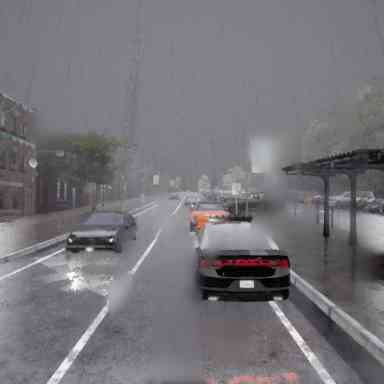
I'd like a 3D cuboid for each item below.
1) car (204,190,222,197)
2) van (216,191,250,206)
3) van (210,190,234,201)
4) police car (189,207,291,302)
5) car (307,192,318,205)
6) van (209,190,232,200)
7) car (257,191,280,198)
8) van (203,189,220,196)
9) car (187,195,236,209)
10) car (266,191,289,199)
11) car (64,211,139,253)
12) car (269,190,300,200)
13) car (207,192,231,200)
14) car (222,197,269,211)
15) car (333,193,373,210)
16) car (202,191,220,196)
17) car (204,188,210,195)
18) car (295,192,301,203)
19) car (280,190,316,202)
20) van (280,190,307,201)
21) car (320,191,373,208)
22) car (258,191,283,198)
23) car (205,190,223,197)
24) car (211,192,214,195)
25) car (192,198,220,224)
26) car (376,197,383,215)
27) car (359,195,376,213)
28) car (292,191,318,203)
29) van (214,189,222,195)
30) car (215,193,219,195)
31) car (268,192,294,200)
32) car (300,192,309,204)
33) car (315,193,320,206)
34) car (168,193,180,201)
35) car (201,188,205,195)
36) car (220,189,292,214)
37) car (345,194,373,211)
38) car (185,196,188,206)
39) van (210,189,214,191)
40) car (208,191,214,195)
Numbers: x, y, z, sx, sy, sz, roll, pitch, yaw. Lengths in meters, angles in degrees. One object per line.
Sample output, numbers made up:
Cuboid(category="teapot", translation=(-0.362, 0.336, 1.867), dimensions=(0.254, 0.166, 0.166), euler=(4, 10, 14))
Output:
Cuboid(category="car", translation=(5.453, 0.381, 86.118), dimensions=(4.553, 1.767, 2.185), euler=(0, 1, 0))
Cuboid(category="van", translation=(5.734, 0.900, 46.870), dimensions=(4.442, 1.987, 1.878), euler=(0, 1, 0))
Cuboid(category="van", translation=(5.677, 0.658, 63.694), dimensions=(4.442, 1.987, 1.878), euler=(0, 1, 0))
Cuboid(category="police car", translation=(0.958, 1.401, 8.428), dimensions=(1.930, 1.638, 5.238), euler=(0, 0, 0))
Cuboid(category="car", translation=(18.699, 1.149, 44.844), dimensions=(5.008, 1.535, 2.097), euler=(0, 1, 0))
Cuboid(category="van", translation=(5.668, 0.611, 66.497), dimensions=(4.442, 1.987, 1.878), euler=(0, 1, 0))
Cuboid(category="car", translation=(18.588, 0.597, 80.931), dimensions=(4.892, 1.521, 2.231), euler=(0, 1, 0))
Cuboid(category="van", translation=(5.349, 0.187, 91.722), dimensions=(4.442, 1.987, 1.878), euler=(0, 1, 0))
Cuboid(category="car", translation=(0.938, 1.254, 18.297), dimensions=(2.097, 1.767, 4.553), euler=(0, 1, 0))
Cuboid(category="car", translation=(18.641, 0.610, 72.603), dimensions=(4.553, 1.767, 2.185), euler=(0, 1, 0))
Cuboid(category="car", translation=(-3.377, 1.489, 13.612), dimensions=(2.033, 1.411, 5.357), euler=(0, 0, 0))
Cuboid(category="car", translation=(18.658, 0.578, 67.049), dimensions=(5.566, 2.045, 2.435), euler=(0, 1, 0))
Cuboid(category="car", translation=(5.535, 0.791, 69.303), dimensions=(4.892, 1.521, 2.231), euler=(0, 1, 0))
Cuboid(category="car", translation=(5.658, 1.273, 35.658), dimensions=(4.674, 1.452, 2.002), euler=(0, 1, 0))
Cuboid(category="car", translation=(18.738, 1.226, 36.517), dimensions=(5.008, 1.535, 2.097), euler=(0, 1, 0))
Cuboid(category="car", translation=(5.451, 0.365, 94.529), dimensions=(5.008, 1.535, 2.097), euler=(0, 1, 0))
Cuboid(category="car", translation=(5.542, 0.680, 60.889), dimensions=(5.566, 2.045, 2.435), euler=(0, 1, 0))
Cuboid(category="car", translation=(18.656, 1.119, 50.393), dimensions=(4.792, 1.488, 2.163), euler=(0, 1, 0))
Cuboid(category="car", translation=(18.686, 0.718, 58.723), dimensions=(5.566, 2.045, 2.435), euler=(0, 1, 0))
Cuboid(category="van", translation=(18.764, 0.697, 61.500), dimensions=(4.442, 1.987, 1.878), euler=(0, 1, 0))
Cuboid(category="car", translation=(18.694, 0.950, 39.290), dimensions=(5.566, 2.045, 2.435), euler=(0, 1, 0))
Cuboid(category="car", translation=(18.406, 0.639, 78.154), dimensions=(5.366, 1.575, 1.946), euler=(0, 1, 0))
Cuboid(category="car", translation=(5.463, 0.428, 83.315), dimensions=(4.553, 1.767, 2.185), euler=(0, 1, 0))
Cuboid(category="car", translation=(5.637, 1.125, 49.676), dimensions=(4.792, 1.488, 2.163), euler=(0, 1, 0))
Cuboid(category="car", translation=(0.926, 1.303, 24.526), dimensions=(1.801, 1.575, 5.366), euler=(0, 1, 0))
Cuboid(category="car", translation=(18.790, 1.330, 28.191), dimensions=(4.792, 1.488, 2.163), euler=(0, 1, 0))
Cuboid(category="car", translation=(18.758, 1.277, 30.965), dimensions=(4.892, 1.521, 2.231), euler=(0, 1, 0))
Cuboid(category="car", translation=(18.705, 1.080, 53.176), dimensions=(4.792, 1.488, 2.163), euler=(0, 1, 0))
Cuboid(category="van", translation=(5.511, 0.930, 44.068), dimensions=(4.442, 1.987, 1.878), euler=(0, 1, 0))
Cuboid(category="car", translation=(5.631, 1.182, 41.264), dimensions=(5.008, 1.535, 2.097), euler=(0, 1, 0))
Cuboid(category="car", translation=(18.591, 0.812, 69.828), dimensions=(4.792, 1.488, 2.163), euler=(0, 1, 0))
Cuboid(category="car", translation=(18.879, 1.116, 47.622), dimensions=(5.366, 1.575, 1.946), euler=(0, 1, 0))
Cuboid(category="car", translation=(18.708, 1.177, 42.066), dimensions=(4.892, 1.521, 2.231), euler=(0, 1, 0))
Cuboid(category="car", translation=(-3.378, 0.958, 63.331), dimensions=(1.994, 1.385, 4.181), euler=(0, 1, 0))
Cuboid(category="car", translation=(5.484, 0.397, 77.708), dimensions=(5.566, 2.045, 2.435), euler=(0, 1, 0))
Cuboid(category="car", translation=(5.646, 1.032, 30.049), dimensions=(5.566, 2.045, 2.435), euler=(0, 1, 0))
Cuboid(category="car", translation=(18.747, 1.251, 33.741), dimensions=(5.008, 1.535, 2.097), euler=(0, 1, 0))
Cuboid(category="car", translation=(-0.059, 1.214, 46.852), dimensions=(1.895, 1.301, 4.718), euler=(0, 1, 1))
Cuboid(category="van", translation=(5.696, 0.752, 58.090), dimensions=(4.442, 1.987, 1.878), euler=(0, 1, 0))
Cuboid(category="car", translation=(5.595, 1.020, 55.286), dimensions=(4.892, 1.521, 2.231), euler=(0, 1, 0))
